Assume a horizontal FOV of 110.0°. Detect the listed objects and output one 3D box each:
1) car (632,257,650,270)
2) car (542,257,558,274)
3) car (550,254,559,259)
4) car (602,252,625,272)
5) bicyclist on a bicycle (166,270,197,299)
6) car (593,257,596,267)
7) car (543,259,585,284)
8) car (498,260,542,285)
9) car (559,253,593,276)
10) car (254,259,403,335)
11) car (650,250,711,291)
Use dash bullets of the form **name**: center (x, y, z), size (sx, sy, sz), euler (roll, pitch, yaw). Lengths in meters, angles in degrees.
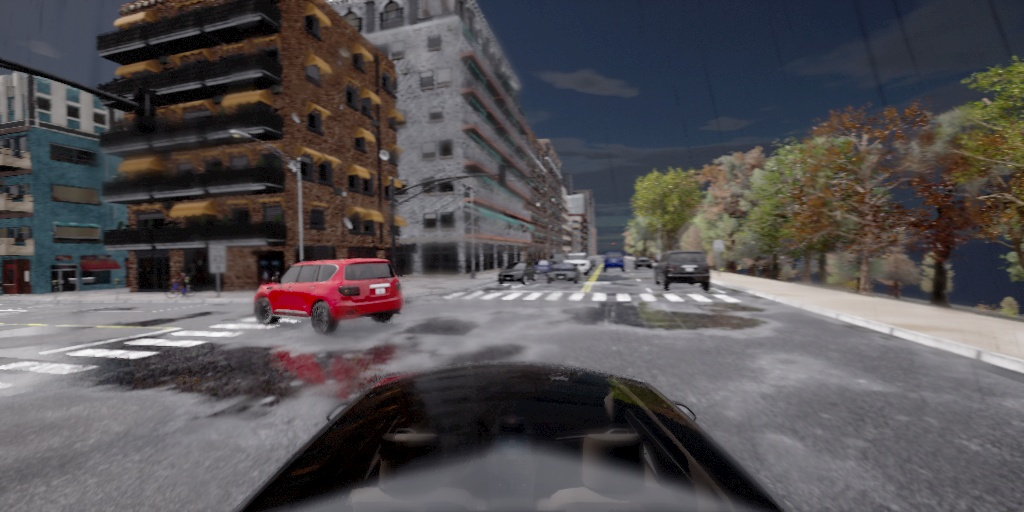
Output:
- **car**: center (15.379, 0.806, 42.423), size (1.837, 1.490, 4.892), euler (-1, 0, 15)
- **car**: center (2.908, 1.110, 34.332), size (1.812, 1.442, 4.674), euler (-1, 0, 16)
- **car**: center (5.705, 0.719, 44.407), size (2.150, 2.045, 5.566), euler (-1, 0, 15)
- **car**: center (11.196, 0.618, 39.452), size (2.150, 2.045, 5.566), euler (-1, 0, 15)
- **bicyclist on a bicycle**: center (-19.624, 1.673, 21.292), size (0.582, 1.620, 1.656), euler (-2, 1, 14)
- **car**: center (8.735, 1.002, 43.143), size (1.994, 1.385, 4.181), euler (-1, 0, 15)
- **car**: center (3.688, 1.160, 24.949), size (1.994, 1.385, 4.181), euler (-1, 0, 15)
- **car**: center (0.476, 1.166, 25.410), size (1.837, 1.490, 4.892), euler (-1, 0, 18)
- **car**: center (6.107, 0.740, 33.733), size (2.150, 2.045, 5.566), euler (-1, 0, 16)
- **car**: center (-5.931, 1.153, 11.446), size (5.566, 2.045, 2.150), euler (-2, -1, 32)
- **car**: center (9.189, 0.718, 19.713), size (2.150, 2.045, 5.566), euler (-1, 0, 15)
